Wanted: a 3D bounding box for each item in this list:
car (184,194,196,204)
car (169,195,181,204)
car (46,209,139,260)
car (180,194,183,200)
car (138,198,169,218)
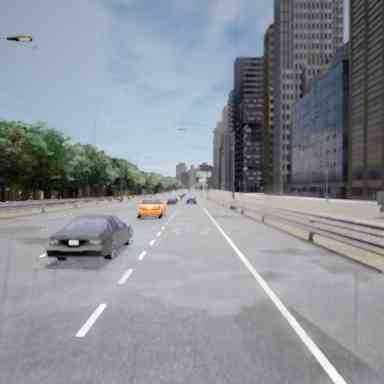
[{"bbox_3d":[-0.175,1.619,67.332,1.812,1.442,4.674,0,0,0],"label":"car"},{"bbox_3d":[-3.750,1.634,64.053,2.033,1.411,5.357,0,0,0],"label":"car"},{"bbox_3d":[-3.515,1.552,12.388,2.033,1.411,5.357,0,0,0],"label":"car"},{"bbox_3d":[-3.914,1.725,84.543,1.895,1.301,4.718,0,0,-1],"label":"car"},{"bbox_3d":[-3.566,1.375,30.041,2.097,1.767,4.553,0,0,0],"label":"car"}]
